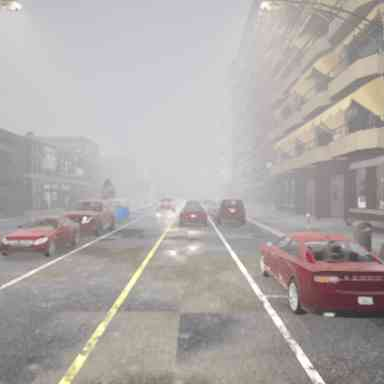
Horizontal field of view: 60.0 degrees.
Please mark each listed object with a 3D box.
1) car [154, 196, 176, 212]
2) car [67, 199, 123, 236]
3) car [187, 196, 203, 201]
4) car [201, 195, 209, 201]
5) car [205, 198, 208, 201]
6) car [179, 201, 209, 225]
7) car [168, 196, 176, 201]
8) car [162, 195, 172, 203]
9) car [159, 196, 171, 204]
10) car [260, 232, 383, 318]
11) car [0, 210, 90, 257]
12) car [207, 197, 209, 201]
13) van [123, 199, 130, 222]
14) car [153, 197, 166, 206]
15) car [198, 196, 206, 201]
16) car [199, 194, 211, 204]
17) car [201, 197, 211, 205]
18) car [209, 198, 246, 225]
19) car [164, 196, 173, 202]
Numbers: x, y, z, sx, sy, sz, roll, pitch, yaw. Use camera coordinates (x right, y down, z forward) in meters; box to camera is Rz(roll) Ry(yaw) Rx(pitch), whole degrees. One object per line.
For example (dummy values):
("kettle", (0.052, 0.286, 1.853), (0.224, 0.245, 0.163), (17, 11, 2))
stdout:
("car", (-3.026, 1.422, 39.674), (2.097, 1.767, 4.553), (0, 0, 0))
("car", (-5.660, 1.347, 18.717), (2.192, 1.841, 5.009), (1, 0, 0))
("car", (0.095, 1.556, 43.409), (1.882, 1.535, 5.008), (0, 0, 0))
("car", (2.696, 1.661, 58.584), (2.008, 1.369, 4.403), (1, 0, 0))
("car", (2.700, 1.630, 35.839), (1.947, 1.339, 4.313), (1, 0, 0))
("car", (0.097, 1.607, 24.838), (1.994, 1.385, 4.181), (0, 0, 0))
("car", (-5.655, 1.752, 92.644), (1.947, 1.339, 4.313), (1, 0, 0))
("car", (-5.651, 1.586, 75.586), (1.967, 1.590, 4.097), (1, 0, 0))
("car", (-5.650, 1.574, 69.898), (1.967, 1.590, 4.097), (1, 0, 0))
("car", (2.704, 1.558, 7.405), (1.887, 1.381, 4.507), (1, 0, 0))
("car", (-5.685, 1.604, 13.030), (1.802, 1.307, 4.206), (1, 0, 0))
("car", (2.703, 1.494, 30.151), (1.967, 1.590, 4.097), (1, 0, 0))
("van", (-5.645, 1.383, 24.404), (1.690, 1.788, 3.998), (1, 0, 0))
("car", (-5.650, 1.634, 58.355), (1.752, 1.417, 4.829), (1, 0, 0))
("car", (2.692, 1.739, 87.018), (1.947, 1.339, 4.313), (1, 0, 0))
("car", (2.699, 1.449, 69.959), (2.192, 1.841, 5.009), (1, 0, 0))
("car", (2.696, 1.647, 64.441), (1.752, 1.417, 4.829), (1, 0, 0))
("car", (2.706, 1.358, 24.465), (2.192, 1.841, 5.009), (1, 0, 0))
("car", (-5.654, 1.741, 81.271), (1.802, 1.307, 4.206), (1, 0, 0))
